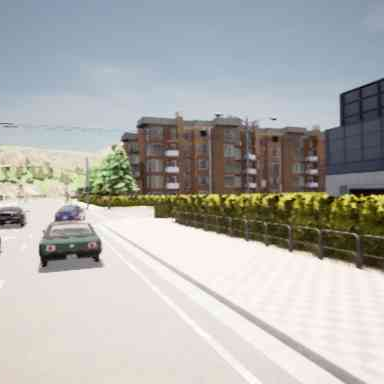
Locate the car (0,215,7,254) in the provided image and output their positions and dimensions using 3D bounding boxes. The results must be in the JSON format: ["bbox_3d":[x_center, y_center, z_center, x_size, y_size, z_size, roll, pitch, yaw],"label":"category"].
[{"bbox_3d":[-7.991,1.756,11.589,1.994,1.385,4.181,-1,0,-22],"label":"car"}]

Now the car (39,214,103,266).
[{"bbox_3d":[-4.501,1.732,12.277,1.895,1.301,4.718,-1,0,-22],"label":"car"}]

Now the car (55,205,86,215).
[{"bbox_3d":[-10.067,1.819,27.677,1.812,1.442,4.674,-1,0,-9],"label":"car"}]

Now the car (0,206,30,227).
[{"bbox_3d":[-13.717,1.857,25.462,1.837,1.490,4.892,-1,0,-22],"label":"car"}]
